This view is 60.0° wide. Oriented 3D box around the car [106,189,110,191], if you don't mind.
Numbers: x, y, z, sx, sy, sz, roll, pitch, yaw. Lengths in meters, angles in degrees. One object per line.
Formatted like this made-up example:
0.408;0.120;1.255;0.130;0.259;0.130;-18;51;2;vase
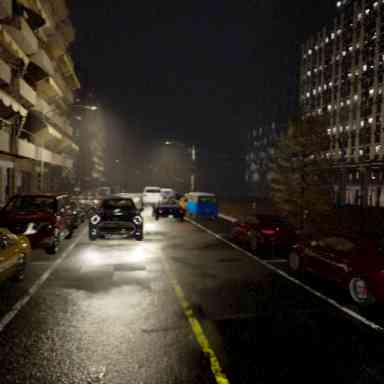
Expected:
-9.644;0.714;33.370;1.947;1.339;4.313;1;1;-11;car

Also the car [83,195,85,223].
-6.475;1.059;17.100;2.008;1.369;4.403;1;1;-11;car

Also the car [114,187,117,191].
-13.869;0.261;55.063;1.802;1.307;4.206;1;1;-11;car

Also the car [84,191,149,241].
-3.206;1.011;14.440;2.097;1.767;4.553;2;1;-11;car

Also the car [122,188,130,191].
-17.199;-0.383;86.270;1.837;1.490;4.892;2;1;-11;car

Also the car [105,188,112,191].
-10.699;0.575;38.793;1.887;1.381;4.507;1;1;-11;car

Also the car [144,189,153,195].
-10.929;-0.105;83.788;1.887;1.381;4.507;1;1;-11;car

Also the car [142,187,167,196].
-4.477;0.486;36.934;2.150;2.045;5.566;2;1;-10;car

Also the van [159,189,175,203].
-3.530;0.499;45.820;1.690;1.788;3.998;1;1;-11;van

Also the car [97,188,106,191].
-8.584;0.707;27.943;1.967;1.590;4.097;1;1;-11;car

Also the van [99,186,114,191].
-11.751;0.253;44.214;1.690;1.788;3.998;1;1;-11;van

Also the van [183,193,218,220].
0.696;0.974;24.125;1.690;1.788;3.998;1;1;-11;van

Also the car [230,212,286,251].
2.801;1.457;13.282;1.802;1.307;4.206;1;1;-11;car

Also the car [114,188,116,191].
-12.813;0.377;49.640;1.802;1.307;4.206;1;1;-11;car

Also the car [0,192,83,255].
-5.413;0.945;11.672;2.192;1.841;5.009;1;1;-11;car

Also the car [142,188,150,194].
-13.041;-0.330;94.633;1.887;1.381;4.507;1;1;-11;car

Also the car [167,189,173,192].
-2.476;0.716;40.397;1.967;1.590;4.097;1;1;-11;car

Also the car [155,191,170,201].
-4.623;0.563;51.412;1.752;1.417;4.829;1;1;-11;car

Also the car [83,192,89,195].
-7.531;0.938;22.523;2.008;1.369;4.403;1;1;-11;car

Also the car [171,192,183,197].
-0.398;1.034;29.718;1.752;1.417;4.829;1;1;-11;car

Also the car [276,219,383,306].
3.857;1.579;7.860;1.802;1.307;4.206;1;1;-11;car

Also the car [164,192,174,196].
-1.423;0.959;34.976;1.947;1.339;4.313;1;1;-11;car

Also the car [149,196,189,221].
-1.709;1.177;22.682;1.895;1.301;4.718;2;1;-11;car

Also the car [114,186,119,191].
-15.981;0.013;65.910;1.947;1.339;4.313;1;1;-11;car

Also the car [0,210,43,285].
-4.330;1.281;6.086;1.752;1.417;4.829;1;1;-11;car
